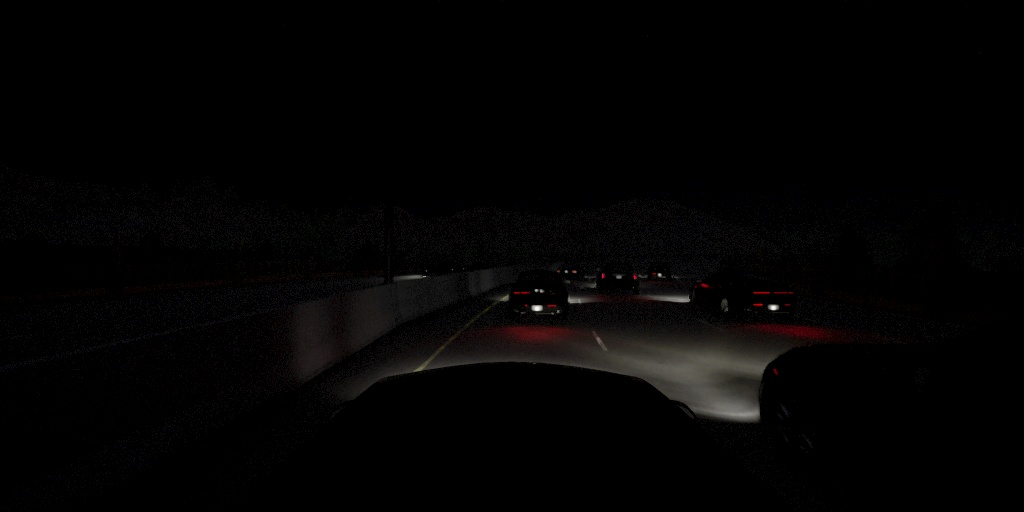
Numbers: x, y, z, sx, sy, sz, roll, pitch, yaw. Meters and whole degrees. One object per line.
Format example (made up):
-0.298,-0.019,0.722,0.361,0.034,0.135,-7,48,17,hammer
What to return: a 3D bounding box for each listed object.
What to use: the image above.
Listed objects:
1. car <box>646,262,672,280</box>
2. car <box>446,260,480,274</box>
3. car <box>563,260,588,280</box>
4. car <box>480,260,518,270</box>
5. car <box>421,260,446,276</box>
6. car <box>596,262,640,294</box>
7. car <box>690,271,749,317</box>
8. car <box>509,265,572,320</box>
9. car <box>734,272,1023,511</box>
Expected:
12.852,1.273,31.376,1.837,1.490,4.892,0,0,21,car
-4.284,1.186,35.910,1.882,1.535,5.008,0,0,20,car
5.114,1.291,30.714,2.033,1.411,5.357,0,0,19,car
-0.952,1.198,34.873,1.882,1.535,5.008,0,0,20,car
-7.516,1.201,37.237,1.837,1.490,4.892,0,0,20,car
5.938,1.106,20.453,2.097,1.767,4.553,0,0,12,car
8.102,1.272,13.053,1.837,1.490,4.892,0,0,8,car
1.005,1.249,12.683,1.837,1.490,4.892,0,0,7,car
3.722,1.114,2.028,2.097,1.767,4.553,0,0,1,car
